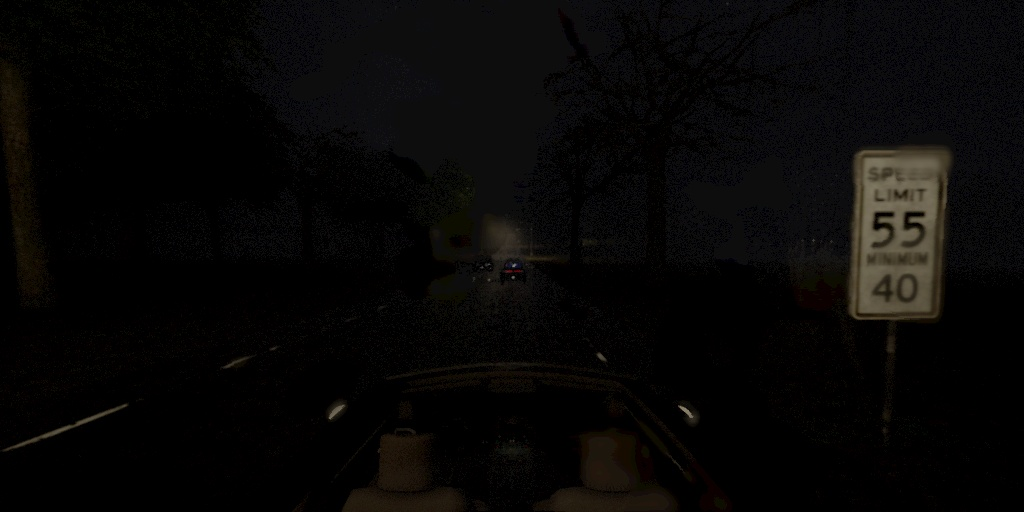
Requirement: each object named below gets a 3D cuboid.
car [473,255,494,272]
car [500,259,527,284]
[{"bbox_3d":[-3.351,0.874,43.238,2.150,2.045,5.566,0,1,0],"label":"car"},{"bbox_3d":[0.107,1.250,26.790,2.128,1.511,4.902,0,0,1],"label":"car"}]
